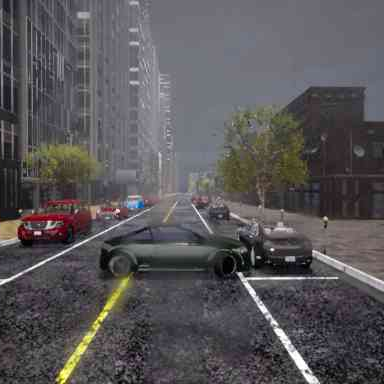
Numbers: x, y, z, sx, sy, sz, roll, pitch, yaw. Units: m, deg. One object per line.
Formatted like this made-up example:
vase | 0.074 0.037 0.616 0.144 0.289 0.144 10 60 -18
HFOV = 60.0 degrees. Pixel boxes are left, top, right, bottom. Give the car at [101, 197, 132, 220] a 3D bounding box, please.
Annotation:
car | -6.352 1.432 26.724 1.967 1.590 4.097 -1 0 -1

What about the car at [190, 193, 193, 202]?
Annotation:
car | 0.909 1.290 71.915 2.192 1.841 5.009 -1 0 -1

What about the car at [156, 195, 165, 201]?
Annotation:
car | -7.738 1.496 82.613 1.752 1.417 4.829 -1 0 -1

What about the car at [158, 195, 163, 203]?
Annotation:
car | -7.326 1.522 66.184 1.887 1.381 4.507 -1 0 -1

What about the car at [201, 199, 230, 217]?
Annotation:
car | 2.051 1.543 26.918 2.008 1.369 4.403 -1 0 -1

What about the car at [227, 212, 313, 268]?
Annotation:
car | 2.566 1.548 11.058 2.008 1.369 4.403 -1 0 -1

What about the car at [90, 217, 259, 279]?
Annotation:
car | -0.453 1.557 9.454 4.181 1.385 1.994 0 0 -1

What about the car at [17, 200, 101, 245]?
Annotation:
car | -6.167 1.310 15.656 2.192 1.841 5.009 -1 0 -1

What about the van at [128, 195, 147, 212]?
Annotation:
van | -6.637 1.329 38.518 1.690 1.788 3.998 -1 0 -1

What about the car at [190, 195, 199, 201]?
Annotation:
car | 0.636 1.537 82.981 1.947 1.339 4.313 -1 0 -1

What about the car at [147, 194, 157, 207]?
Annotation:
car | -6.914 1.298 49.584 2.192 1.841 5.009 -1 0 -1

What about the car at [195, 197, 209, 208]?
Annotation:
car | 1.463 1.509 49.954 1.752 1.417 4.829 -1 0 -1

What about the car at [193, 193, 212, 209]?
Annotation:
car | 1.602 1.301 44.251 2.192 1.841 5.009 -1 0 -1
